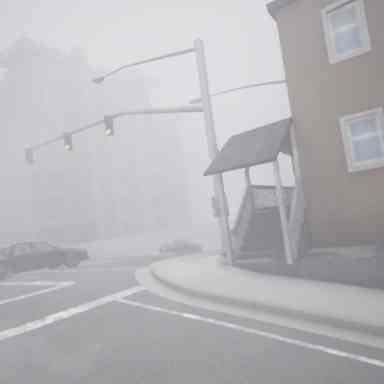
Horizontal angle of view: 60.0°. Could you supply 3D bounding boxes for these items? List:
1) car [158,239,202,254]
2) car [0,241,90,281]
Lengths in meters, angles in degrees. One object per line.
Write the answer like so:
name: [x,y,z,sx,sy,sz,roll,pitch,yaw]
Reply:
car: [-0.941,4.823,29.154,1.812,1.442,4.674,-11,-16,35]
car: [-7.185,2.886,14.459,2.033,1.411,5.357,-11,-7,35]
